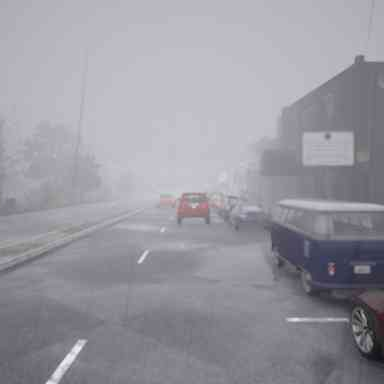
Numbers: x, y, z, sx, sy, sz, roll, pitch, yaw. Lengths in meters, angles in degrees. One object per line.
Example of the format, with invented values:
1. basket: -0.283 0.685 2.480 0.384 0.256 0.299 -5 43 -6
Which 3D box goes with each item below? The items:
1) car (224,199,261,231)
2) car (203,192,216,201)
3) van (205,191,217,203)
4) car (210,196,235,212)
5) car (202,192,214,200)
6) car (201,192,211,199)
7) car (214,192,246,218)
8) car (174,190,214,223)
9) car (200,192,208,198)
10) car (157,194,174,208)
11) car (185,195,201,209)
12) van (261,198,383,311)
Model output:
1. car: 3.240 1.366 19.406 2.002 1.452 4.674 0 0 0
2. car: 3.277 0.850 63.701 2.185 1.767 4.553 0 0 0
3. van: 3.273 0.793 58.323 1.878 1.987 4.442 0 0 0
4. car: 3.255 1.195 36.103 2.231 1.521 4.892 0 0 0
5. car: 3.282 0.807 69.226 2.185 1.767 4.553 0 0 0
6. car: 3.290 0.847 80.177 2.231 1.521 4.892 0 0 0
7. car: 3.249 1.112 30.552 2.185 1.767 4.553 0 0 0
8. car: 0.119 1.031 23.593 2.150 2.045 5.566 0 0 0
9. car: 3.299 0.754 91.418 1.946 1.575 5.366 0 0 0
10. car: -3.119 1.020 41.758 2.097 1.767 4.553 0 0 0
11. car: 0.133 1.150 41.247 1.882 1.535 5.008 0 1 0
12. van: 3.231 1.187 8.473 1.878 1.987 4.442 0 0 0
